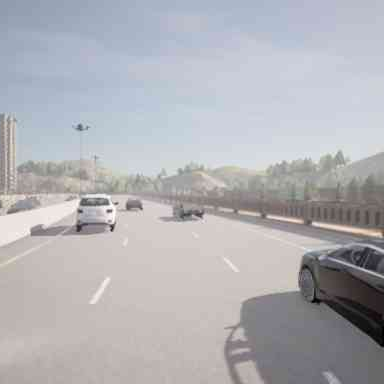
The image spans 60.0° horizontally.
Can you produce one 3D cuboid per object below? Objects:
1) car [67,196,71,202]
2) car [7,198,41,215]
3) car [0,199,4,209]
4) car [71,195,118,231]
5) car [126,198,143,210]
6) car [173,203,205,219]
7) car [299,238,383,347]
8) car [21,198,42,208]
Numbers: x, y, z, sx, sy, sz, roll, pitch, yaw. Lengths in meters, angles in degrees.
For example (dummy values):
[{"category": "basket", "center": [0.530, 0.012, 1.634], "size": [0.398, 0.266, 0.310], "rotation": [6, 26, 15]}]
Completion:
[{"category": "car", "center": [-25.156, 1.518, 70.143], "size": [2.128, 1.511, 4.902], "rotation": [0, 0, -14]}, {"category": "car", "center": [-15.642, 1.542, 31.039], "size": [1.812, 1.442, 4.674], "rotation": [0, 0, -14]}, {"category": "car", "center": [-25.567, 1.392, 42.163], "size": [2.097, 1.767, 4.553], "rotation": [0, 0, -14]}, {"category": "car", "center": [-5.844, 1.214, 20.712], "size": [2.150, 2.045, 5.566], "rotation": [0, 0, -12]}, {"category": "car", "center": [-7.257, 1.458, 41.720], "size": [2.128, 1.511, 4.902], "rotation": [0, 0, -14]}, {"category": "car", "center": [-0.414, 1.560, 28.378], "size": [1.895, 1.301, 4.718], "rotation": [0, 0, -13]}, {"category": "car", "center": [3.271, 1.471, 5.235], "size": [2.128, 1.511, 4.902], "rotation": [0, 0, -3]}, {"category": "car", "center": [-23.659, 1.585, 49.156], "size": [1.994, 1.385, 4.181], "rotation": [0, 0, -13]}]
